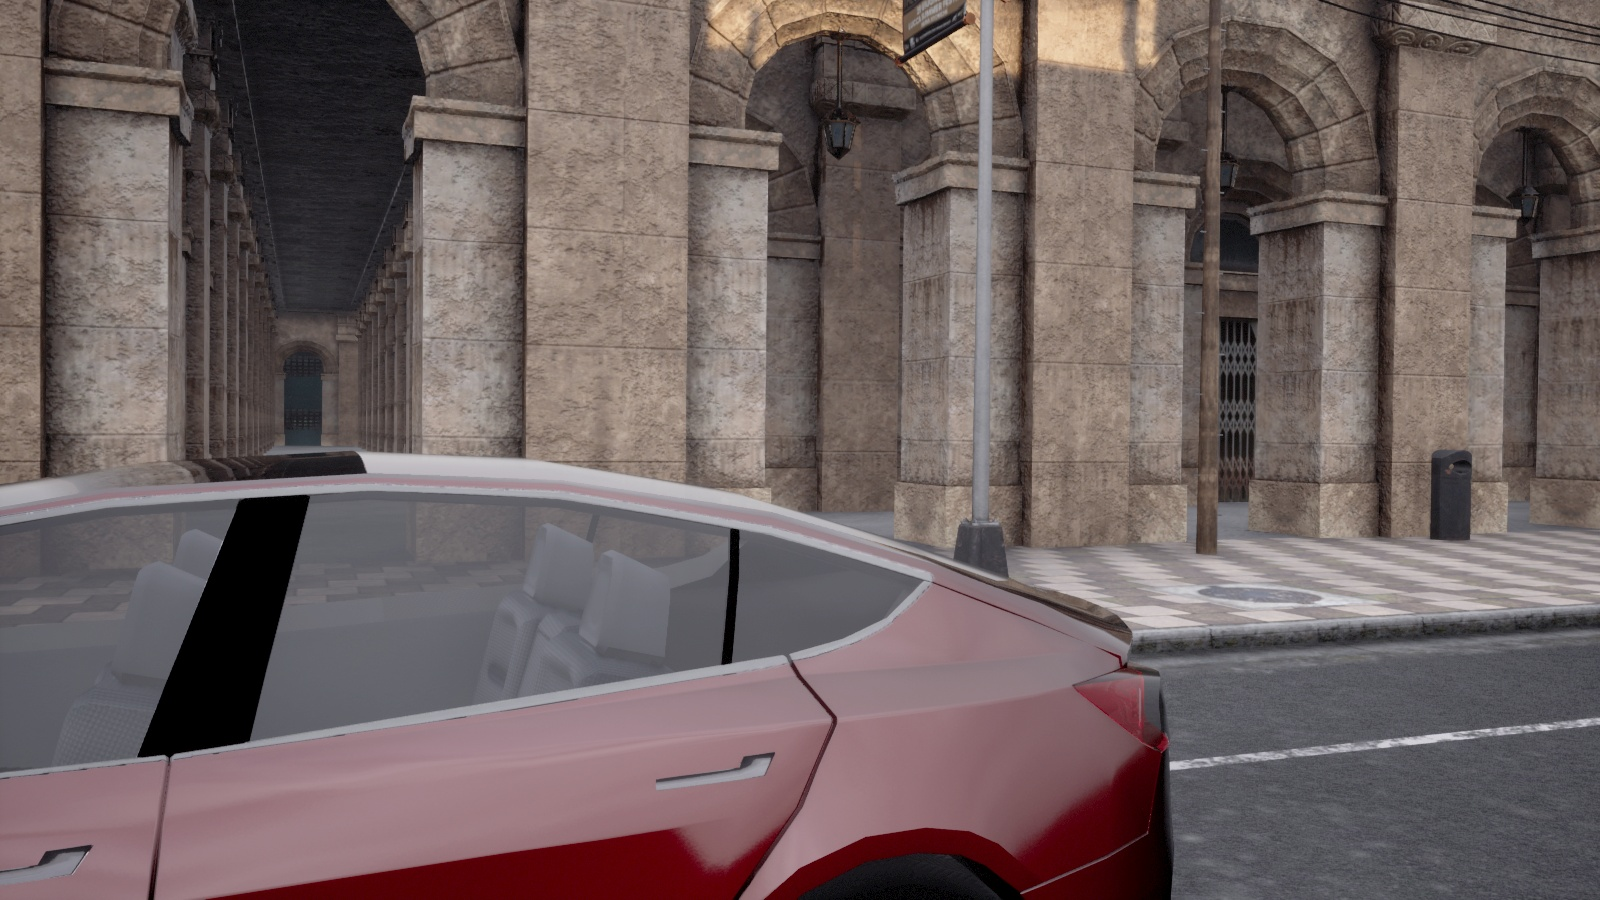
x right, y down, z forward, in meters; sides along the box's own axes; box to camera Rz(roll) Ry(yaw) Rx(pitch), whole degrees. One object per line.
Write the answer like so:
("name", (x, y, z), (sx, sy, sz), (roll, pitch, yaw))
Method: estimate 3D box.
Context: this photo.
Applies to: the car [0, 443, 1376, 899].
("car", (-1.450, 0.769, 2.707), (4.792, 1.488, 2.163), (-1, 1, -21))
